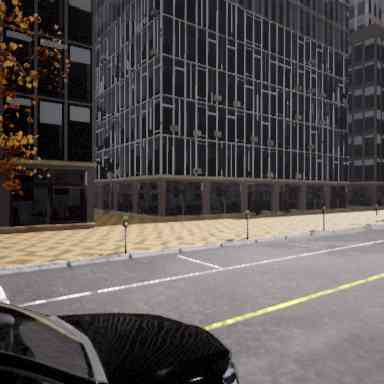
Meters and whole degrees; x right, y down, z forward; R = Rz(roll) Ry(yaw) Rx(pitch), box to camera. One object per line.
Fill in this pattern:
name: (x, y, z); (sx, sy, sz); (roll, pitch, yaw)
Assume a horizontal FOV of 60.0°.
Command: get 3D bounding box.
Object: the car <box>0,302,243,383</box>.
car: (-1.706, 1.519, 2.217); (4.674, 1.442, 1.812); (0, 0, -36)
